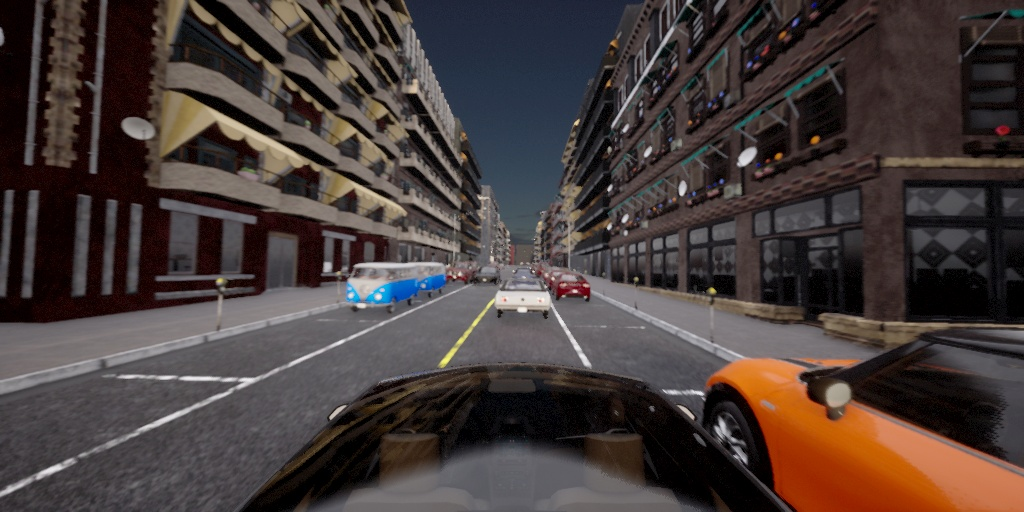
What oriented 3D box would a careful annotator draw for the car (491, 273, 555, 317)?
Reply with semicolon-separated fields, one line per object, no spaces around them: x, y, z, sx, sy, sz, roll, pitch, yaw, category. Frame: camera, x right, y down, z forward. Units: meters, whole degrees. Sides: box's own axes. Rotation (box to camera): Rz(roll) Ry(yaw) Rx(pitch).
0.425;1.519;14.047;1.895;1.301;4.718;1;-1;2;car

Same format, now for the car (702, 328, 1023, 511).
2.904;1.153;1.743;2.097;1.767;4.553;1;-1;2;car

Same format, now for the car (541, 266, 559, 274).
3.244;1.661;24.861;1.888;1.381;4.507;0;0;2;car

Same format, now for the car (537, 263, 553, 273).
3.437;1.638;30.388;1.967;1.591;4.097;0;0;2;car

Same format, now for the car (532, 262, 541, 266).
3.765;1.679;41.444;2.192;1.841;5.009;0;0;2;car

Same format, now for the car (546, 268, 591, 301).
3.059;1.581;19.335;1.888;1.381;4.507;0;0;2;car

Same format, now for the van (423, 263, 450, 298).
-4.816;1.246;19.662;1.690;1.789;3.998;0;0;2;van

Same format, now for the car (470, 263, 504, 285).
-1.982;1.573;29.683;1.882;1.535;5.008;1;-1;2;car

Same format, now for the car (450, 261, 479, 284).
-4.446;1.382;30.715;2.192;1.841;5.009;0;0;2;car

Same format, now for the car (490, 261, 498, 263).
-3.336;1.905;63.873;2.192;1.841;5.009;0;0;2;car

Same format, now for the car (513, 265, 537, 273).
0.989;1.727;30.895;1.994;1.385;4.181;1;-1;2;car

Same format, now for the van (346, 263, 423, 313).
-5.001;1.167;14.134;1.690;1.789;3.998;0;0;2;van
